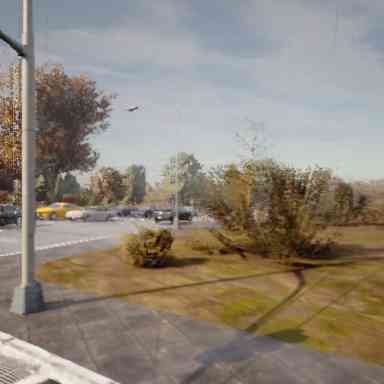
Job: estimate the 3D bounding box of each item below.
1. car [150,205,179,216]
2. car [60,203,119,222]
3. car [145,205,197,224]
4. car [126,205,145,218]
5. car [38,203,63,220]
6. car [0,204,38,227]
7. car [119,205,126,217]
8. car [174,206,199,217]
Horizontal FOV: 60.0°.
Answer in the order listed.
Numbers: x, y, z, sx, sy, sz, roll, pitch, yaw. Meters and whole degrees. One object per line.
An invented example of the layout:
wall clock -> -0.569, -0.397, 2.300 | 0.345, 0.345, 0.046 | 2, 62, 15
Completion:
car -> -3.923, 2.729, 49.189 | 2.128, 1.511, 4.902 | 0, -3, 24
car -> -8.866, 1.900, 29.358 | 1.895, 1.301, 4.718 | 0, -2, 24
car -> -1.535, 1.895, 28.180 | 2.128, 1.511, 4.902 | 0, -2, 24
car -> -4.942, 2.294, 38.284 | 2.033, 1.411, 5.357 | 0, -3, 23
car -> -12.128, 1.756, 30.635 | 1.882, 1.535, 5.008 | 0, -2, 24
car -> -12.584, 1.533, 20.914 | 1.837, 1.490, 4.892 | 0, -1, 24
car -> -8.131, 2.280, 39.707 | 2.033, 1.411, 5.357 | 0, -3, 24
car -> -0.759, 2.773, 47.694 | 1.812, 1.442, 4.674 | 0, -3, 24
